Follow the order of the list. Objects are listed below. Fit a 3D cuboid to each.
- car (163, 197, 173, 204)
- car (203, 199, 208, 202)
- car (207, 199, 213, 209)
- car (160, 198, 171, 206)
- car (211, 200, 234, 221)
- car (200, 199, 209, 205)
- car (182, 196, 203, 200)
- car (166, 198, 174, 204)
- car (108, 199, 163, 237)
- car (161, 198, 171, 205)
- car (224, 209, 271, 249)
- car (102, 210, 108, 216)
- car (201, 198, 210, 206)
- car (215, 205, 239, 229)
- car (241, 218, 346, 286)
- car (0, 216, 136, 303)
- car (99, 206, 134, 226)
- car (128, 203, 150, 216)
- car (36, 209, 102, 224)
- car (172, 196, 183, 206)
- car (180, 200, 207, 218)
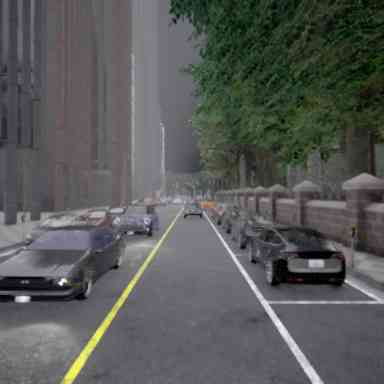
[{"bbox_3d":[-5.748,2.086,80.400,1.967,1.590,4.097,0,0,0],"label":"car"},{"bbox_3d":[2.396,1.742,49.179,2.097,1.767,4.553,0,0,0],"label":"car"},{"bbox_3d":[2.768,1.685,31.293,1.967,1.590,4.097,0,0,0],"label":"car"},{"bbox_3d":[-5.751,1.949,64.029,1.967,1.590,4.097,0,0,0],"label":"car"},{"bbox_3d":[2.767,1.642,25.836,1.967,1.590,4.097,0,0,0],"label":"car"},{"bbox_3d":[2.776,2.167,74.942,1.947,1.339,4.313,0,0,0],"label":"car"},{"bbox_3d":[0.108,1.710,45.765,2.097,1.767,4.553,0,-1,0],"label":"car"},{"bbox_3d":[-5.747,2.216,85.686,1.752,1.417,4.829,0,0,0],"label":"car"},{"bbox_3d":[-3.085,1.502,19.086,2.097,1.767,4.553,0,0,0],"label":"car"},{"bbox_3d":[-5.749,2.145,74.942,1.887,1.381,4.507,0,0,0],"label":"car"},{"bbox_3d":[2.765,1.668,14.922,2.008,1.369,4.403,0,0,0],"label":"car"},{"bbox_3d":[-5.759,1.741,20.373,1.802,1.307,4.206,0,0,0],"label":"car"},{"bbox_3d":[2.775,2.082,69.656,1.752,1.417,4.829,0,0,0],"label":"car"},{"bbox_3d":[2.766,1.711,20.379,2.008,1.369,4.403,0,0,0],"label":"car"},{"bbox_3d":[2.764,1.641,9.466,1.947,1.339,4.313,0,0,0],"label":"car"},{"bbox_3d":[-3.093,1.617,8.810,2.033,1.411,5.357,0,0,1],"label":"car"},{"bbox_3d":[-5.758,1.784,25.830,1.802,1.307,4.206,0,0,0],"label":"car"},{"bbox_3d":[-5.756,1.869,36.744,1.802,1.307,4.206,0,0,0],"label":"car"},{"bbox_3d":[-5.760,1.668,14.916,2.008,1.369,4.403,0,0,0],"label":"car"},{"bbox_3d":[-2.987,2.077,69.835,1.812,1.442,4.674,0,0,0],"label":"car"},{"bbox_3d":[0.109,1.805,32.949,2.033,1.411,5.357,0,0,0],"label":"car"}]
